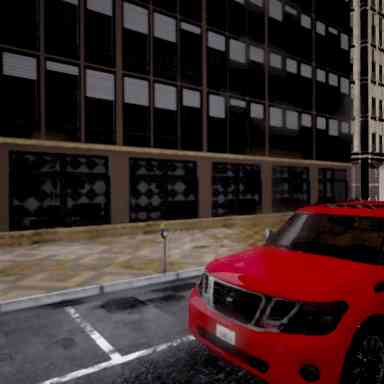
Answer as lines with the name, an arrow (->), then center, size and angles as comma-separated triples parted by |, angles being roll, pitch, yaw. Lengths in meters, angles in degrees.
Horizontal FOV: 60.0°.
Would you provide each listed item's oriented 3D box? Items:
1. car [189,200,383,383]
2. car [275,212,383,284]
car -> 2.623, 1.187, 5.224 | 5.566, 2.045, 2.150 | 0, 0, -35
car -> 4.784, 1.458, 9.971 | 4.829, 1.417, 1.752 | 0, 0, -35
